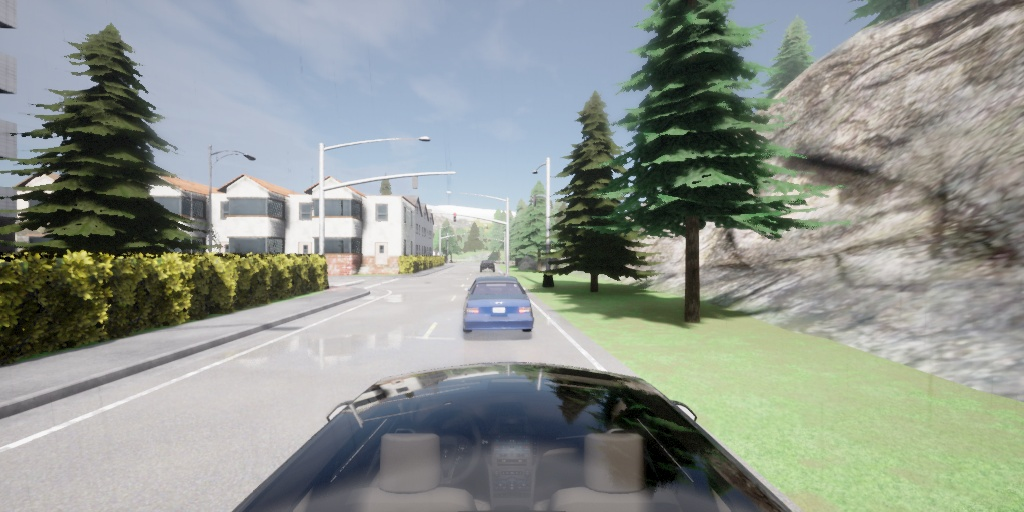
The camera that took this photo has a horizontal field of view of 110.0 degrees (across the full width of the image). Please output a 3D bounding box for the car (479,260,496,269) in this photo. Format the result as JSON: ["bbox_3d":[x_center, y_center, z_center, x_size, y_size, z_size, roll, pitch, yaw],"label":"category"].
[{"bbox_3d":[-3.110,1.255,45.291,1.837,1.490,4.892,0,0,-4],"label":"car"}]

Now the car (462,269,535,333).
[{"bbox_3d":[-0.478,1.297,10.777,2.033,1.411,5.357,0,0,-4],"label":"car"}]
